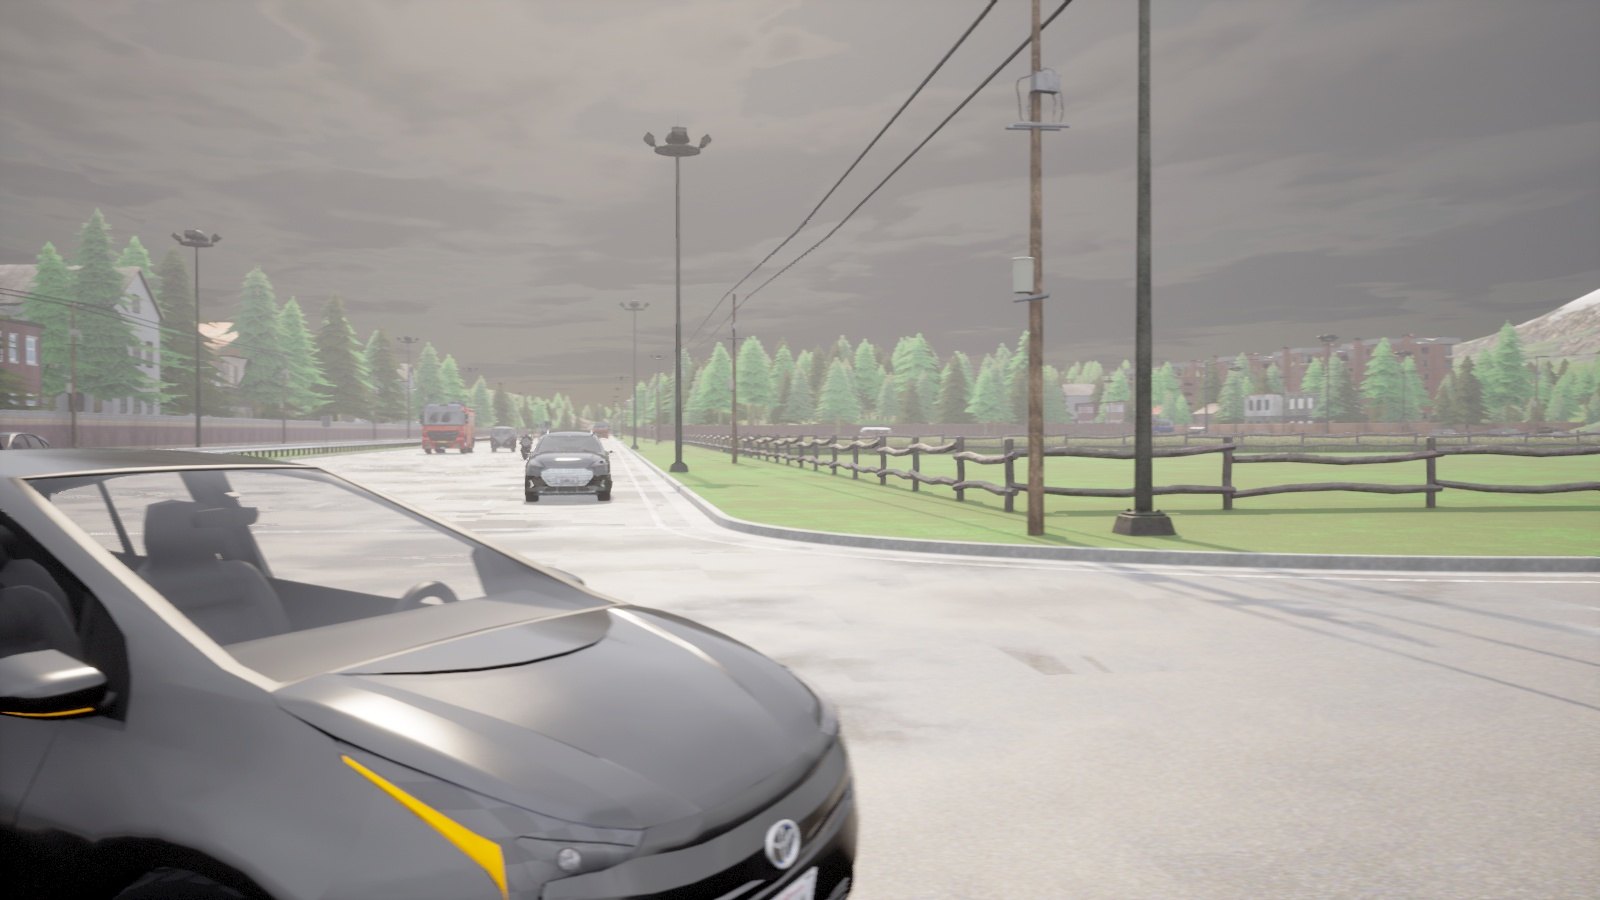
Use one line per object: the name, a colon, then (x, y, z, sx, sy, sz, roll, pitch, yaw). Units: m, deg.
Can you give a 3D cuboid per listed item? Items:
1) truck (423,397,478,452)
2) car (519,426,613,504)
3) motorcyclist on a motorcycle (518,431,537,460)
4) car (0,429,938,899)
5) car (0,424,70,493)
truck: (-25.527, -1.849, 92.083, 2.891, 3.827, 8.468, 0, 1, -9)
car: (-5.484, 0.277, 29.922, 2.033, 1.649, 4.856, 0, 2, -9)
motorcyclist on a motorcycle: (-14.952, -0.250, 69.011, 0.866, 1.530, 2.191, 0, 1, -9)
car: (-2.058, 0.706, 3.806, 4.514, 1.525, 2.007, 1, 1, 24)
car: (-19.784, 0.162, 30.843, 1.851, 1.617, 3.988, 0, 1, -9)
